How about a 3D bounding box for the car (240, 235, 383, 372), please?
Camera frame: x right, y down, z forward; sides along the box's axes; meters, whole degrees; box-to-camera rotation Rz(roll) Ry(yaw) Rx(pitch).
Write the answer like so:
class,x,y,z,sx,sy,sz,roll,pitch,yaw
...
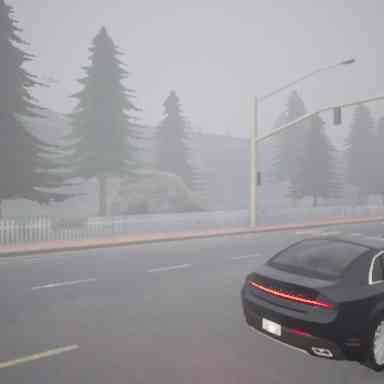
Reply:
class,x,y,z,sx,sy,sz,roll,pitch,yaw
car,3.002,1.503,5.688,4.892,1.490,1.837,0,0,-35
